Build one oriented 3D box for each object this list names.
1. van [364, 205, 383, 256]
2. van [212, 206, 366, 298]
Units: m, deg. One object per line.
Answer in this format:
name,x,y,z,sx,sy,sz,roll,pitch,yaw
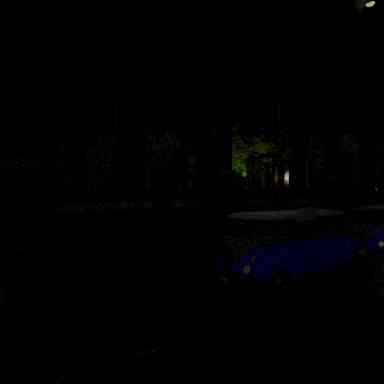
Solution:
van,6.970,1.337,11.525,3.998,1.788,1.690,0,0,-36
van,2.368,1.340,8.234,3.998,1.788,1.690,0,0,-36
